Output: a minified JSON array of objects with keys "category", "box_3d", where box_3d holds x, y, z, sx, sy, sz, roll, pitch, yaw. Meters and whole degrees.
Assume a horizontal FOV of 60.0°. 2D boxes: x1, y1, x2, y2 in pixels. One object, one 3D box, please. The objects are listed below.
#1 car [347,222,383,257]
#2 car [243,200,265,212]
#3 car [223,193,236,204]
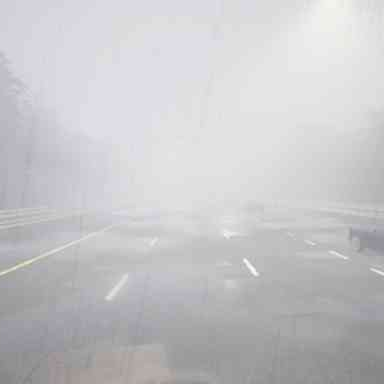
[{"category":"car","box_3d":[7.001,1.608,10.897,1.895,1.301,4.718,0,0,0]},{"category":"car","box_3d":[7.066,1.626,38.504,1.895,1.301,4.718,0,0,0]},{"category":"car","box_3d":[7.204,1.265,64.770,2.150,2.045,5.566,0,0,0]}]
